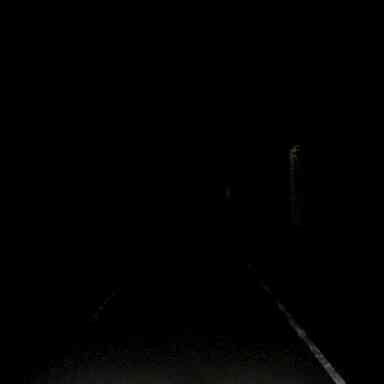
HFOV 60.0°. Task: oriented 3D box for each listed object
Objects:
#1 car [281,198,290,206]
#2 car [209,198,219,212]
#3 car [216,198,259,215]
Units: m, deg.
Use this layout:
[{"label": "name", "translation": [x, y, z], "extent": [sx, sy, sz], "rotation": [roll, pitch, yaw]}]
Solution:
[{"label": "car", "translation": [14.697, 1.676, 56.826], "extent": [4.674, 1.442, 1.812], "rotation": [0, 0, -26]}, {"label": "car", "translation": [4.008, 1.457, 39.835], "extent": [2.097, 1.767, 4.553], "rotation": [0, 0, 37]}, {"label": "car", "translation": [4.949, 1.641, 35.285], "extent": [2.033, 1.411, 5.357], "rotation": [0, 0, 32]}]
